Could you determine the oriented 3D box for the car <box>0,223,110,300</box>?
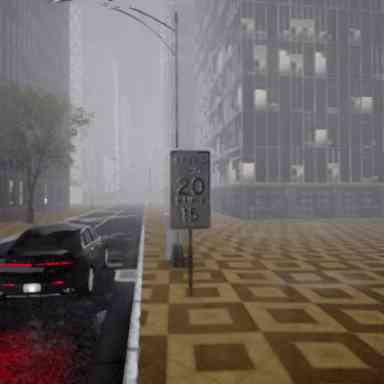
[{"bbox_3d":[-3.338,1.575,8.645,1.837,1.490,4.892,0,0,-8],"label":"car"}]
